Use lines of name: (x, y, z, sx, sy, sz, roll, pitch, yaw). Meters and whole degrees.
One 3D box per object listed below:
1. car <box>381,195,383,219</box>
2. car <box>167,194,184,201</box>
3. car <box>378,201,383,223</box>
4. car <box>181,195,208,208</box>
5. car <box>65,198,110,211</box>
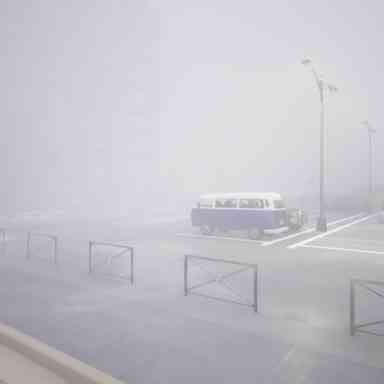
car: (17.224, 1.153, 25.498, 4.605, 1.855, 1.932, 0, 0, 36)
car: (-3.884, 1.266, 77.466, 1.851, 1.617, 3.988, 0, 0, 36)
car: (13.978, 1.395, 20.962, 3.806, 1.475, 1.970, 0, 0, 36)
car: (0.176, 1.410, 57.113, 1.882, 1.535, 5.008, 0, 0, 36)
car: (-12.357, 1.479, 39.824, 2.033, 1.411, 5.357, 0, 0, 36)
